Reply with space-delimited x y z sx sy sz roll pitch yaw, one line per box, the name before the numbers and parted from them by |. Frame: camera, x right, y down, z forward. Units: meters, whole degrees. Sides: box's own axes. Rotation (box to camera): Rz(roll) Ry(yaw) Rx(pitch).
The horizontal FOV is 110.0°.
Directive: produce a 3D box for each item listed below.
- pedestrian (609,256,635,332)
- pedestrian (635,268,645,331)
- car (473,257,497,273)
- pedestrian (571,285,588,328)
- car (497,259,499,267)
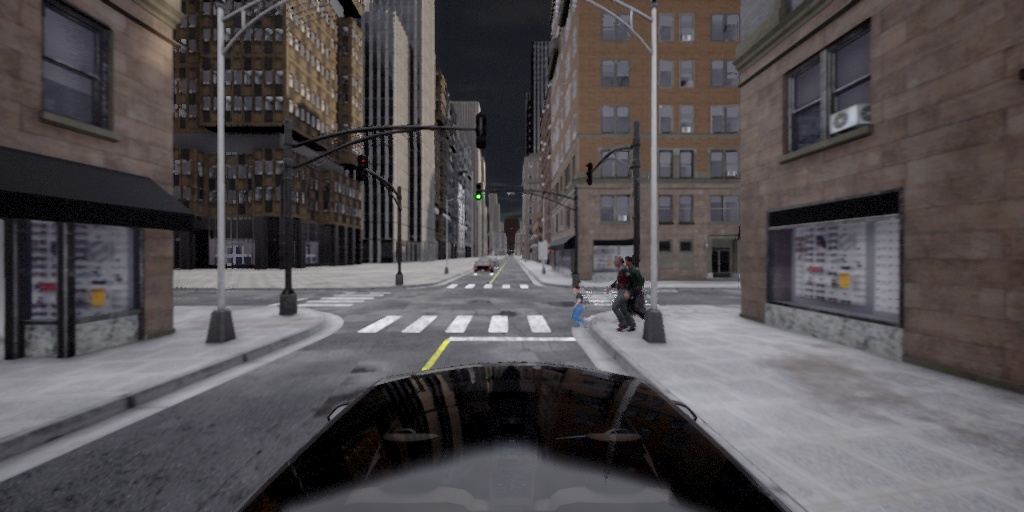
pedestrian | 2.589 0.861 8.474 0.375 1.860 0.375 0 0 0
pedestrian | 3.037 0.858 9.081 0.375 1.860 0.375 0 0 0
car | -3.091 0.940 40.158 2.097 1.767 4.553 0 0 0
pedestrian | 1.817 1.290 9.683 0.375 1.300 0.375 0 0 0
car | -3.039 1.053 59.242 2.033 1.411 5.357 0 0 1
